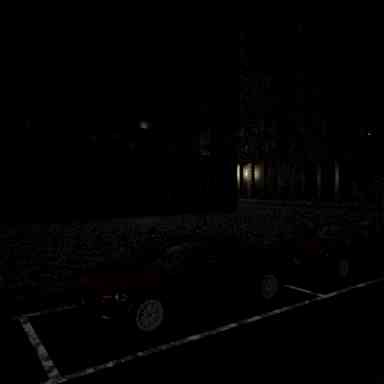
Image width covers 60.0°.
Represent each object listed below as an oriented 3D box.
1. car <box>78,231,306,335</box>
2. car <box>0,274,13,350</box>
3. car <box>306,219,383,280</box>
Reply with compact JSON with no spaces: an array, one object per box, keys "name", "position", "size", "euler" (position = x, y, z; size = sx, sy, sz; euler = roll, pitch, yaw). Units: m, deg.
[{"name":"car","position":[0.046,1.544,6.704],"size":[4.507,1.381,1.887],"euler":[0,0,-36]},{"name":"car","position":[-4.447,1.545,3.488],"size":[4.507,1.381,1.887],"euler":[0,0,-36]},{"name":"car","position":[4.539,1.544,9.920],"size":[4.507,1.381,1.887],"euler":[0,0,-36]}]
